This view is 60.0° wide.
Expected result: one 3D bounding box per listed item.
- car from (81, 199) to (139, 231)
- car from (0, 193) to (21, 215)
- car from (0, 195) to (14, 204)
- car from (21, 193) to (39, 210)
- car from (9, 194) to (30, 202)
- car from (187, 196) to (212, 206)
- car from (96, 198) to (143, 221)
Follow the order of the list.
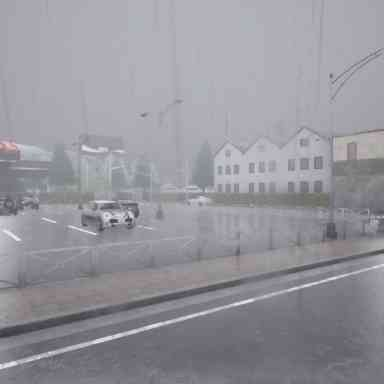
[{"bbox_3d":[-4.667,1.248,18.340,1.970,1.475,3.806,0,0,-36],"label":"car"},{"bbox_3d":[-17.247,1.113,30.321,1.932,1.855,4.605,0,0,-36],"label":"car"},{"bbox_3d":[-38.452,1.495,66.625,4.611,1.667,2.242,0,0,-36],"label":"car"},{"bbox_3d":[-19.144,1.092,38.634,1.905,1.878,3.866,0,0,-36],"label":"car"},{"bbox_3d":[-38.211,1.328,73.753,3.866,1.878,1.905,0,0,-36],"label":"car"},{"bbox_3d":[1.158,1.349,49.294,1.812,1.442,4.674,0,0,-35],"label":"car"},{"bbox_3d":[-5.781,1.313,26.205,2.007,1.523,4.514,0,0,-36],"label":"car"}]
